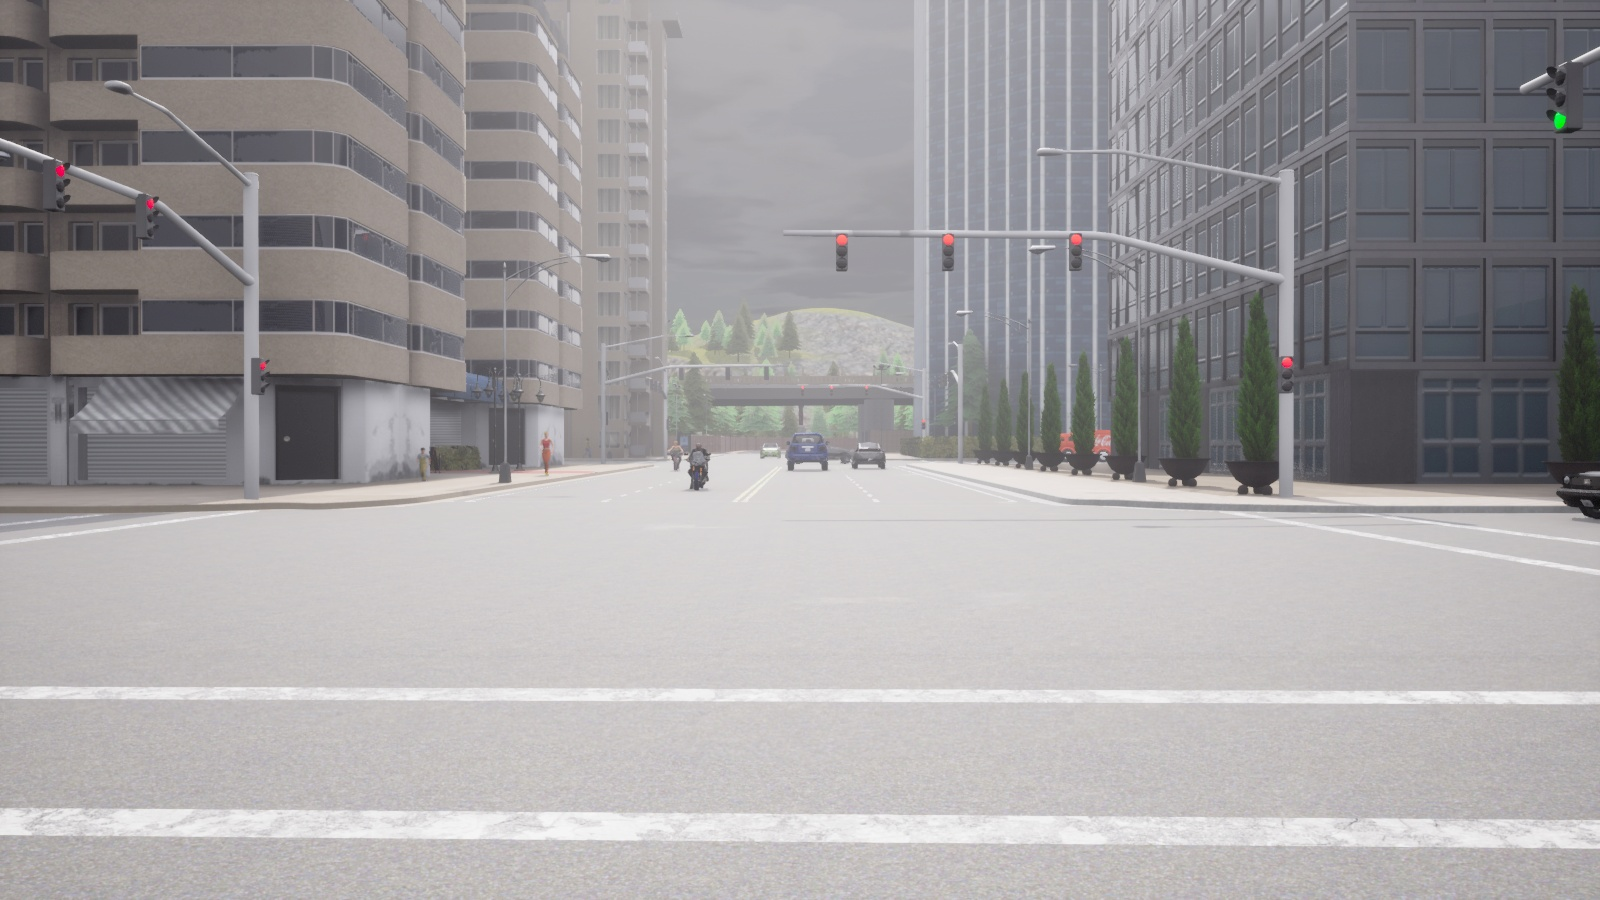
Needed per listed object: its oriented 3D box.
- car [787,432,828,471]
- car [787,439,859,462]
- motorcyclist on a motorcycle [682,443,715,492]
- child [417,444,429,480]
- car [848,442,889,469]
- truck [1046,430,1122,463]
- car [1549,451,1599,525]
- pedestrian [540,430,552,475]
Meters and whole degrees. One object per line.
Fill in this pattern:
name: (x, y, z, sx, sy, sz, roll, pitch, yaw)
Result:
car: (0.429, 0.077, 68.917, 2.150, 2.045, 5.566, 0, 0, 0)
car: (1.585, 0.025, 88.930, 5.027, 1.651, 2.152, 0, 0, 0)
motorcyclist on a motorcycle: (-3.242, 0.551, 40.296, 0.866, 1.530, 2.191, 0, 0, 0)
child: (-13.197, 0.426, 43.999, 0.270, 1.263, 0.437, 0, 0, 1)
car: (3.955, 0.294, 72.949, 2.128, 1.511, 4.902, 0, 0, 0)
truck: (21.701, -0.264, 96.011, 5.204, 2.467, 2.627, 0, 0, 0)
car: (16.486, 0.677, 22.714, 4.718, 1.301, 1.895, 0, 0, 1)
pedestrian: (-10.341, 0.102, 51.138, 0.345, 1.836, 0.594, 0, 0, 2)
